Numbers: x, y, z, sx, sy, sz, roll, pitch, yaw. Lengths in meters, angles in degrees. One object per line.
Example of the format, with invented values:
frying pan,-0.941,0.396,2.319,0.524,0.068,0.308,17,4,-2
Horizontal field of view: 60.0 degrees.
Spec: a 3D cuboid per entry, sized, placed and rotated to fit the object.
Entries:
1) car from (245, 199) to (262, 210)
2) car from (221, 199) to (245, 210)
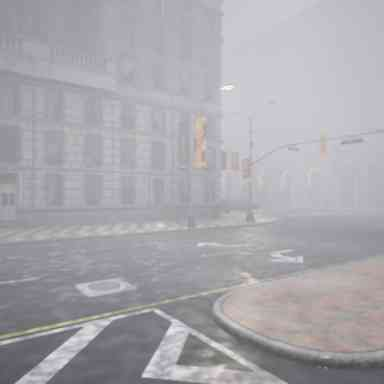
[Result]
car,7.143,1.711,46.202,2.033,1.411,5.357,0,0,-36
car,4.270,1.650,44.212,1.837,1.490,4.892,0,0,-36
